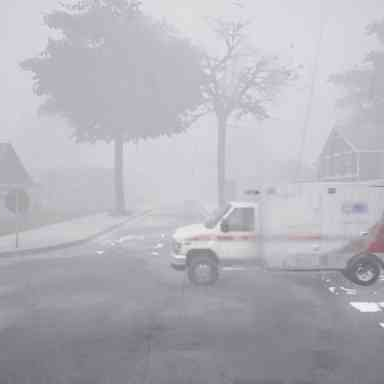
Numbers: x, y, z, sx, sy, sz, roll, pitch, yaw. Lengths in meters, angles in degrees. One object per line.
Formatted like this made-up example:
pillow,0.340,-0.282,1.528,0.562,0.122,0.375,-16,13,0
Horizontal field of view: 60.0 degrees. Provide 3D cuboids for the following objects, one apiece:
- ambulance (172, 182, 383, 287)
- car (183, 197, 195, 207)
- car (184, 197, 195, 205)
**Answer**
ambulance,2.646,1.007,8.833,6.366,2.431,2.351,-1,0,0
car,-0.410,1.514,51.646,1.812,1.442,4.674,0,0,0
car,-0.491,1.587,61.678,1.895,1.301,4.718,0,0,0
